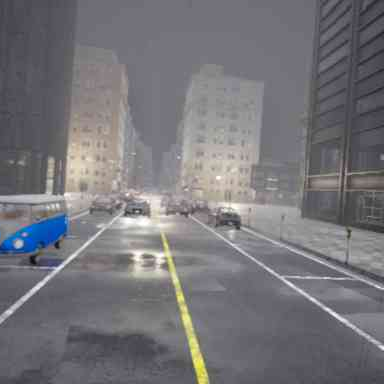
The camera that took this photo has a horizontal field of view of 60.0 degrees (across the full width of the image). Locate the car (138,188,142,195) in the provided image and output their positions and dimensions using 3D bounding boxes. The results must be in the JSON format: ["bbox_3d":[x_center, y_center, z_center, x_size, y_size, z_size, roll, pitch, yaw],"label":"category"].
[{"bbox_3d":[-14.653,0.216,86.977,1.752,1.417,4.829,4,0,-7],"label":"car"}]

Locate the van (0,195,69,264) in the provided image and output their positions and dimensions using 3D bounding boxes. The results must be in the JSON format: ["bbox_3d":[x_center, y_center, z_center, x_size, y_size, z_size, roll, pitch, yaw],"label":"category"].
[{"bbox_3d":[-4.943,0.989,9.984,1.690,1.788,3.998,4,0,-7],"label":"van"}]

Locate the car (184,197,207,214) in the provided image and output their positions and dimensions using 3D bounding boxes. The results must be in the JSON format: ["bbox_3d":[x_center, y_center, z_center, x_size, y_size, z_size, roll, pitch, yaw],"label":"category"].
[{"bbox_3d":[0.672,1.403,33.412,1.967,1.590,4.097,4,0,-7],"label":"car"}]

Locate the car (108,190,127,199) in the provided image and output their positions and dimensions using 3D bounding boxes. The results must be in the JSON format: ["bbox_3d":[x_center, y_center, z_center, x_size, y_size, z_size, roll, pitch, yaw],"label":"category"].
[{"bbox_3d":[-7.771,0.836,32.366,1.967,1.590,4.097,4,0,-7],"label":"car"}]

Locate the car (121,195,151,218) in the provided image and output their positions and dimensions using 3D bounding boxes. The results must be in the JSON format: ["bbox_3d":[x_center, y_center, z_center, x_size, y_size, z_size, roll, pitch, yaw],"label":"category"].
[{"bbox_3d":[-4.188,1.222,26.036,1.994,1.385,4.181,4,0,-7],"label":"car"}]

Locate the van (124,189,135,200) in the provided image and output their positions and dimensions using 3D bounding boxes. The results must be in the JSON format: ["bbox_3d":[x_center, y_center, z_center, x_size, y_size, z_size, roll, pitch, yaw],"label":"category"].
[{"bbox_3d":[-11.290,0.406,60.343,1.690,1.788,3.998,4,0,-7],"label":"van"}]

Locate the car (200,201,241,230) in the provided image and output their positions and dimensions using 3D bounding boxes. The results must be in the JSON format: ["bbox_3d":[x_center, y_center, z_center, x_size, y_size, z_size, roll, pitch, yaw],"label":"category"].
[{"bbox_3d":[2.075,1.643,22.223,2.008,1.369,4.403,4,0,-7],"label":"car"}]

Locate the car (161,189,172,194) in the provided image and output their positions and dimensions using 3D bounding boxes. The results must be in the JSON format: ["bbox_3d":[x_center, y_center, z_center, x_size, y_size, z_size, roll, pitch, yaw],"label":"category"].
[{"bbox_3d":[-6.217,0.571,88.188,2.192,1.841,5.009,4,0,-7],"label":"car"}]

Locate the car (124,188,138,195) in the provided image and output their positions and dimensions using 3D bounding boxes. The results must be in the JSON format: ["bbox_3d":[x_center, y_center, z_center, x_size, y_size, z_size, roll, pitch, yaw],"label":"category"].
[{"bbox_3d":[-10.582,0.448,54.746,2.192,1.841,5.009,4,0,-7],"label":"car"}]

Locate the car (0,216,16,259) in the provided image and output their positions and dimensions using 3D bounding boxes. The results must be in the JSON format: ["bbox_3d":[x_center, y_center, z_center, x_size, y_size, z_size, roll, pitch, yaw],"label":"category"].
[{"bbox_3d":[-4.229,1.232,4.218,1.752,1.417,4.829,4,0,-7],"label":"car"}]

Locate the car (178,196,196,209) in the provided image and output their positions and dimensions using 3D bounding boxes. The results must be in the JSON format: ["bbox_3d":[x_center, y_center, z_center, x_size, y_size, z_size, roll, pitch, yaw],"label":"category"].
[{"bbox_3d":[-0.745,1.376,44.602,1.887,1.381,4.507,4,0,-7],"label":"car"}]

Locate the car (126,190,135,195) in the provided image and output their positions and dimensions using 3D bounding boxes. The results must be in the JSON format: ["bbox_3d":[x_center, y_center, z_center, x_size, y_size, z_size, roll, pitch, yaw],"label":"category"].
[{"bbox_3d":[-9.894,0.764,49.152,1.947,1.339,4.313,4,0,-7],"label":"car"}]

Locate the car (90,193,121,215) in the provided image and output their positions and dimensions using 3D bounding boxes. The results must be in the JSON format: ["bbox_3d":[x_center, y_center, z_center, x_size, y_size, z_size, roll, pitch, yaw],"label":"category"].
[{"bbox_3d":[-7.074,1.043,26.770,1.802,1.307,4.206,4,0,-7],"label":"car"}]

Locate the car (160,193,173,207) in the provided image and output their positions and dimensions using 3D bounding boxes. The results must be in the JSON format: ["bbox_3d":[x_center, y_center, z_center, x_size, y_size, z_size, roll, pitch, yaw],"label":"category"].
[{"bbox_3d":[-2.848,1.251,40.086,2.033,1.411,5.357,4,0,-7],"label":"car"}]

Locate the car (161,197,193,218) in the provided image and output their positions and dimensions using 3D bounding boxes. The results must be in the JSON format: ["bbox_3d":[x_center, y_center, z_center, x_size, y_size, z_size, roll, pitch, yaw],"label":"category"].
[{"bbox_3d":[-1.399,1.438,29.116,1.895,1.301,4.718,4,0,-7],"label":"car"}]
